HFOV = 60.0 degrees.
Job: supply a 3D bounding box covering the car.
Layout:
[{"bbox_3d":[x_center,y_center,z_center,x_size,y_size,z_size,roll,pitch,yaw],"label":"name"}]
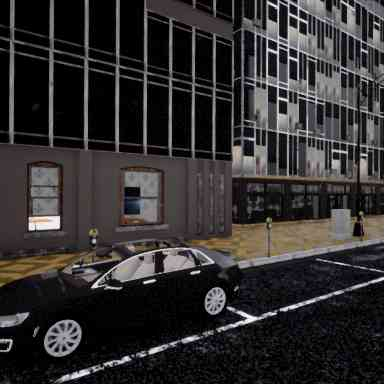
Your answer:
[{"bbox_3d":[-1.072,1.551,5.786,4.403,1.369,2.008,0,0,-35],"label":"car"}]
